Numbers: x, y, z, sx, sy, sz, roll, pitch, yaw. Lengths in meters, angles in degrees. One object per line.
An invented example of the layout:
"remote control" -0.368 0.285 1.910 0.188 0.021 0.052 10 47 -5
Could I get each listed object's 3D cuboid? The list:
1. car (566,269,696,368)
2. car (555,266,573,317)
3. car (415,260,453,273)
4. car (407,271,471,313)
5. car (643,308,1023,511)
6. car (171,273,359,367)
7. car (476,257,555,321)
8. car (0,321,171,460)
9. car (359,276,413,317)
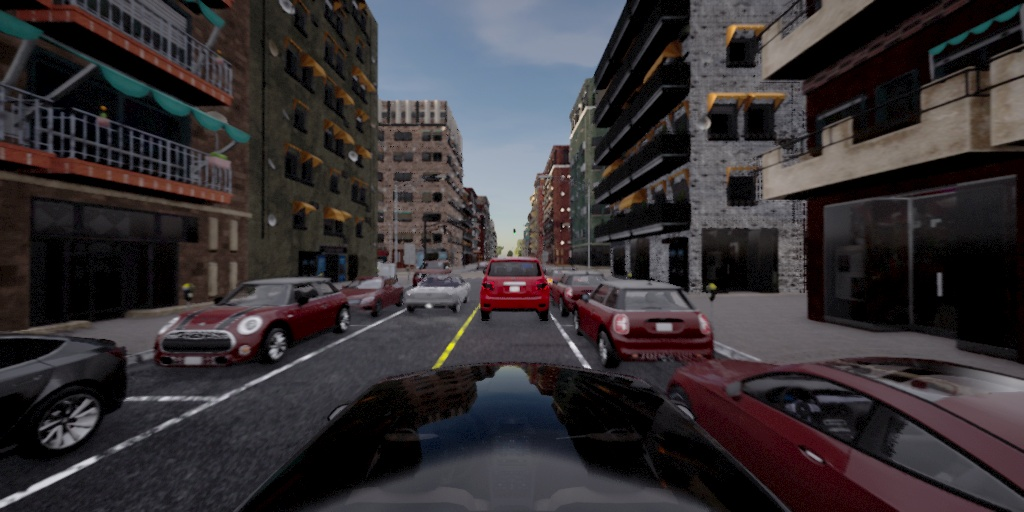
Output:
"car" 2.564 1.234 7.968 1.967 1.591 4.097 0 0 0
"car" 2.564 1.272 13.562 1.967 1.591 4.097 0 0 0
"car" -5.317 1.224 24.751 2.192 1.841 5.009 0 0 0
"car" -2.849 1.440 14.566 1.895 1.301 4.718 0 0 0
"car" 2.565 1.337 2.374 1.802 1.307 4.207 0 0 0
"car" -5.316 1.234 7.968 1.967 1.591 4.097 0 0 0
"car" 0.090 1.053 13.045 2.150 2.045 5.566 0 0 0
"car" -5.316 1.321 2.374 1.948 1.339 4.313 0 0 0
"car" -5.316 1.415 13.562 1.802 1.307 4.207 0 0 0
